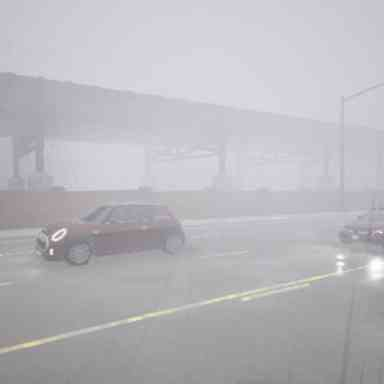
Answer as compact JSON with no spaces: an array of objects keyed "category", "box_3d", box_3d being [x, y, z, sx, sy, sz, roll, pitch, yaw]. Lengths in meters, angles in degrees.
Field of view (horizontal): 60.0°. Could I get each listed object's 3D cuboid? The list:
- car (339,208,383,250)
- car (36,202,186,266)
[{"category":"car","box_3d":[7.930,1.384,13.414,4.674,1.442,1.812,0,1,-33]},{"category":"car","box_3d":[-2.487,1.130,10.703,4.553,1.767,2.097,0,1,-34]}]
